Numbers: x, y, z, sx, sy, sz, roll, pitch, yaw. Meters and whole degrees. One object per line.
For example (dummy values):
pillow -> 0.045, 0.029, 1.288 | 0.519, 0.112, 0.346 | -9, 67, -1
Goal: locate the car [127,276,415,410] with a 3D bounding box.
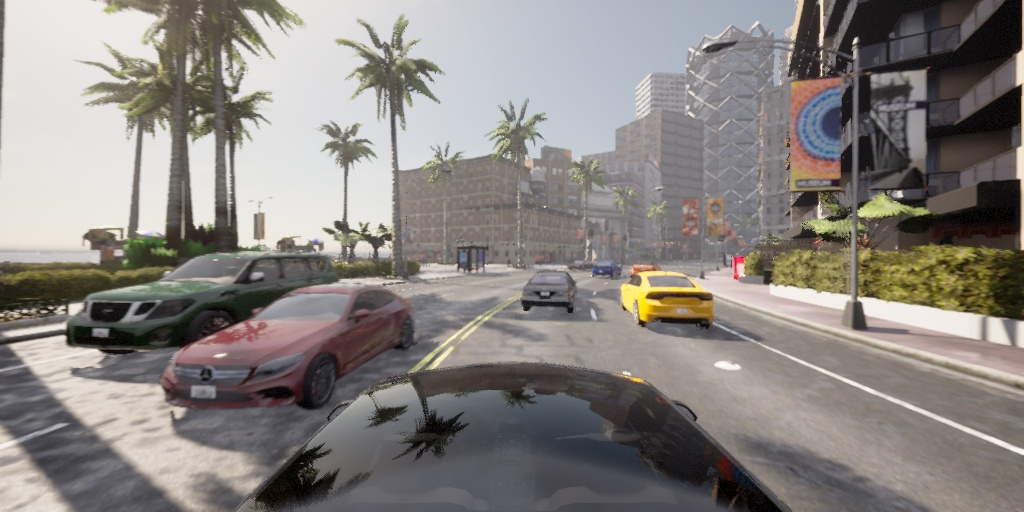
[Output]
car -> -3.192, 1.244, 6.290 | 1.812, 1.442, 4.674 | 0, 0, 6

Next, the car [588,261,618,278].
car -> 9.099, 1.224, 34.085 | 1.882, 1.535, 5.008 | 0, 0, 29

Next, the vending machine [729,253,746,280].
vending machine -> 18.190, 1.016, 28.669 | 1.100, 2.100, 0.880 | 0, 0, 29

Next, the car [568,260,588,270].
car -> 9.214, 1.267, 47.908 | 2.033, 1.411, 5.357 | 0, 0, 34

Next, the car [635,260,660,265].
car -> 12.230, 1.123, 32.473 | 2.097, 1.767, 4.553 | 0, 0, 28

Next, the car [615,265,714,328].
car -> 4.719, 1.240, 11.556 | 1.882, 1.535, 5.008 | 0, 0, 9

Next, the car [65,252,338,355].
car -> -6.488, 0.912, 8.678 | 2.150, 2.045, 5.566 | 0, 0, 7

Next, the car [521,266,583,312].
car -> 1.603, 1.283, 14.207 | 2.033, 1.411, 5.357 | 0, 0, 12
